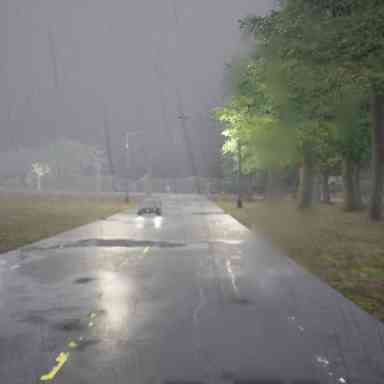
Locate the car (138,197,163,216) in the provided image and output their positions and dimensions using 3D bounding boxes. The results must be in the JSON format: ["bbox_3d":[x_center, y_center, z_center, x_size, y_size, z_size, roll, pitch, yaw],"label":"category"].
[{"bbox_3d":[-3.602,1.269,29.489,1.837,1.490,4.892,0,1,0],"label":"car"}]
